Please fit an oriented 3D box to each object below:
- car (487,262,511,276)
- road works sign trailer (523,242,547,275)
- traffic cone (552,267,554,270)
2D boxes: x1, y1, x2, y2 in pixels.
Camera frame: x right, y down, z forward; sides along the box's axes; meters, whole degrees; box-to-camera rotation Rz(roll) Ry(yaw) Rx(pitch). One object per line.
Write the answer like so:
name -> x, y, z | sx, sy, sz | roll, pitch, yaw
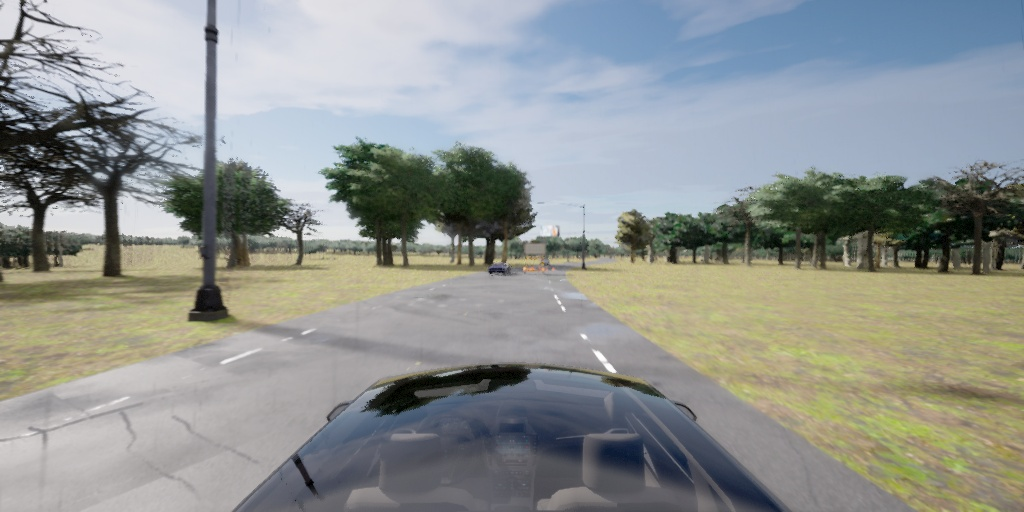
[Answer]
car -> -1.282, 1.331, 37.669 | 1.895, 1.301, 4.718 | 1, 0, 8
road works sign trailer -> 2.494, 0.242, 39.439 | 2.380, 3.560, 2.880 | 0, 0, 8
traffic cone -> 5.984, 1.802, 52.043 | 0.340, 0.580, 0.340 | 0, 0, 9
